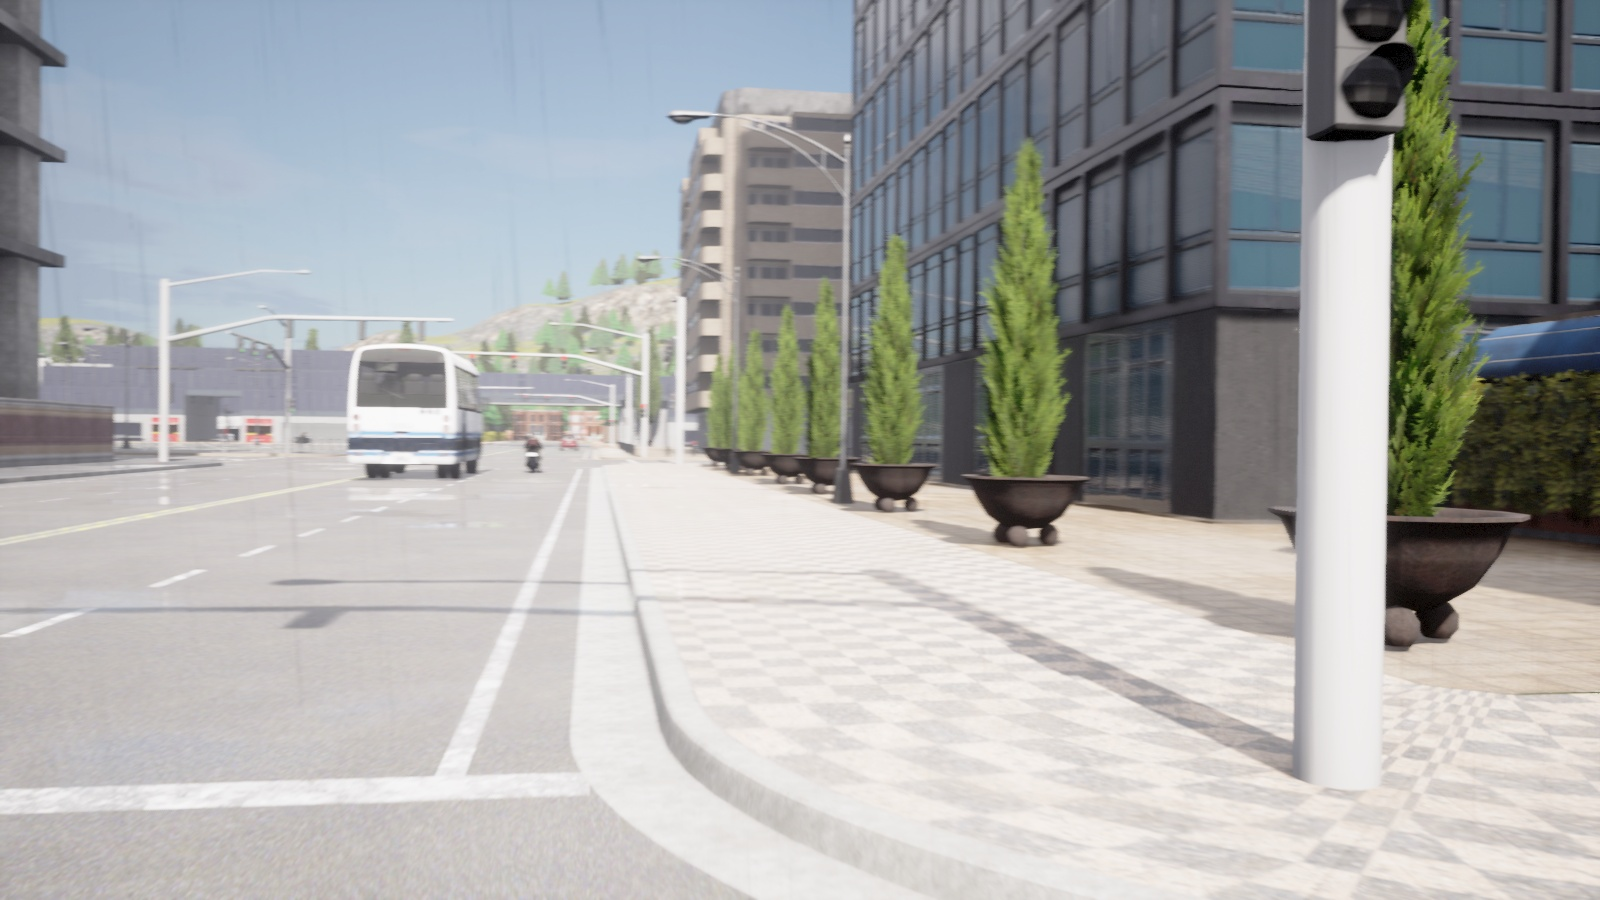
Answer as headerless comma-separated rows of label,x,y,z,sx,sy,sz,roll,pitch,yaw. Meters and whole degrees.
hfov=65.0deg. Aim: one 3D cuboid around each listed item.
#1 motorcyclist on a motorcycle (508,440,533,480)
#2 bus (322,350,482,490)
motorcyclist on a motorcycle,-10.893,0.372,49.007,0.866,1.530,2.191,0,1,-10
bus,-13.543,-0.975,43.774,3.944,4.253,10.273,0,1,-10
